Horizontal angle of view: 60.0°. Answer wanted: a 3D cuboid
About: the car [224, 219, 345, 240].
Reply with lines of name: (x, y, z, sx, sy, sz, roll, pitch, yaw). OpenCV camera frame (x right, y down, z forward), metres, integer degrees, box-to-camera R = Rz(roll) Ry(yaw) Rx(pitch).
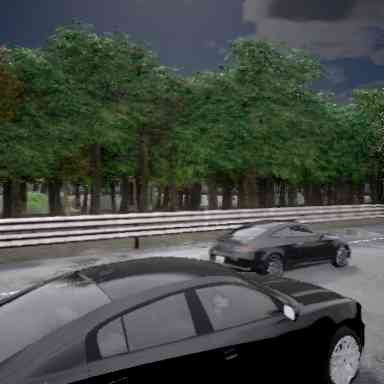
car: (2.618, 1.525, 9.648, 4.674, 1.442, 1.812, 0, 0, -33)

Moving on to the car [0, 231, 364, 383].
car: (-0.132, 1.477, 3.592, 5.008, 1.535, 1.882, 0, 0, -34)
